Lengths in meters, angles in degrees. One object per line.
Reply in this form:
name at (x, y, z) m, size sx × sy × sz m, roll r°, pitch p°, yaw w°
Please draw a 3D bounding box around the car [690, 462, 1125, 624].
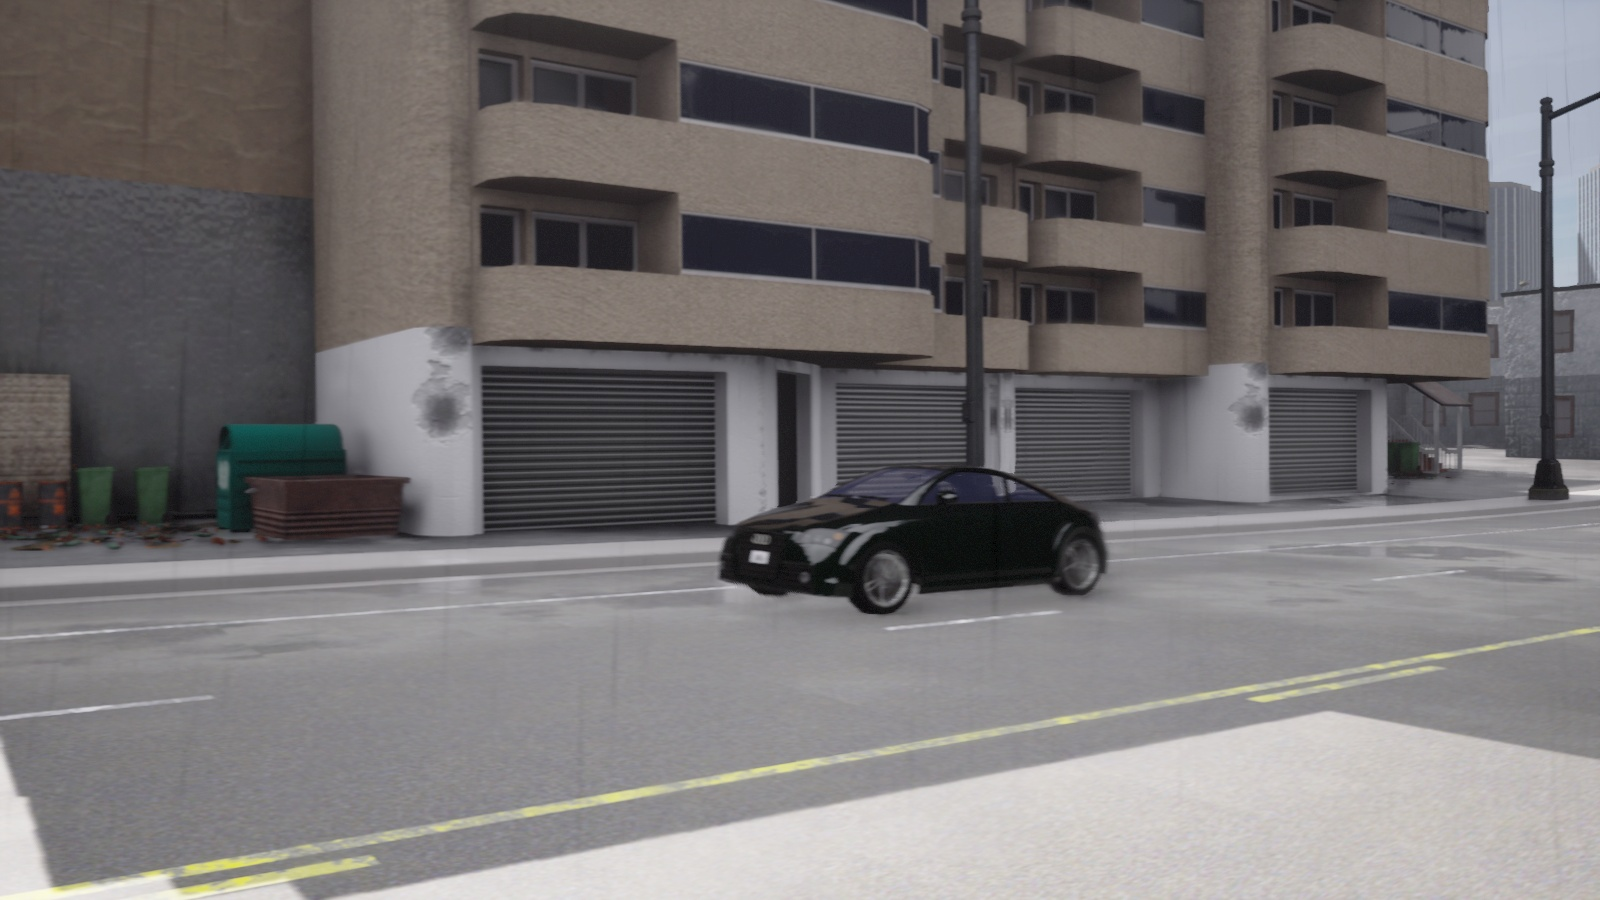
car at (1.180, 0.837, 13.008) m, size 4.181 × 1.385 × 1.994 m, roll 0°, pitch 0°, yaw -35°
